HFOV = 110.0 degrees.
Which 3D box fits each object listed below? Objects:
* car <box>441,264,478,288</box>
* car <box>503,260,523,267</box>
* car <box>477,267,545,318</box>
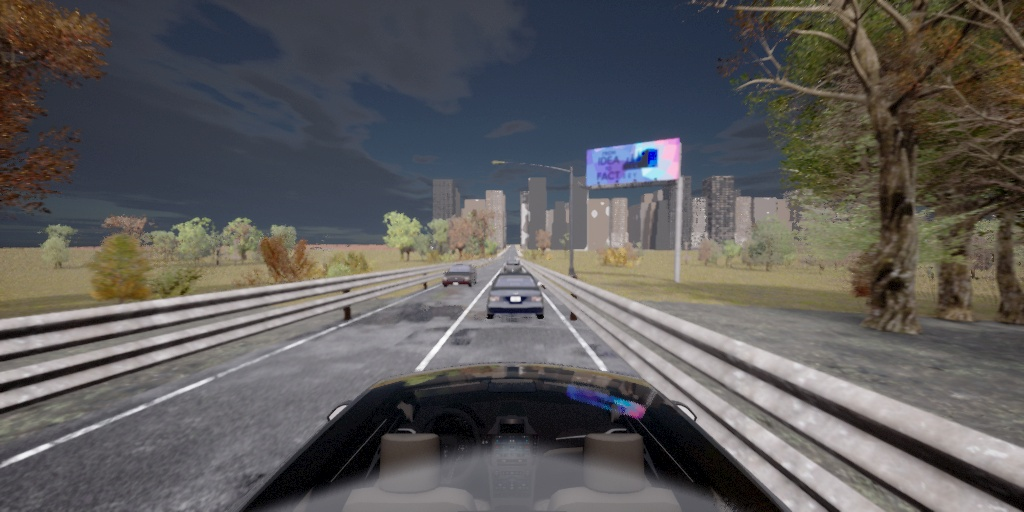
[{"bbox_3d":[-3.328,1.262,23.906,2.033,1.411,5.357,0,0,0],"label":"car"},{"bbox_3d":[0.108,1.184,37.350,2.128,1.511,4.902,0,0,0],"label":"car"},{"bbox_3d":[0.104,1.279,12.815,2.033,1.411,5.357,0,0,0],"label":"car"}]
